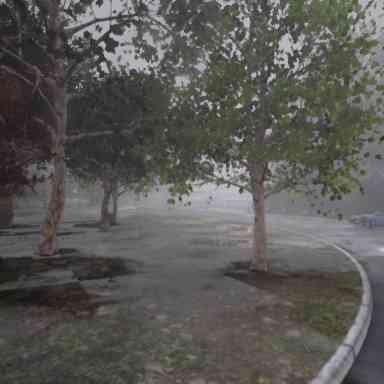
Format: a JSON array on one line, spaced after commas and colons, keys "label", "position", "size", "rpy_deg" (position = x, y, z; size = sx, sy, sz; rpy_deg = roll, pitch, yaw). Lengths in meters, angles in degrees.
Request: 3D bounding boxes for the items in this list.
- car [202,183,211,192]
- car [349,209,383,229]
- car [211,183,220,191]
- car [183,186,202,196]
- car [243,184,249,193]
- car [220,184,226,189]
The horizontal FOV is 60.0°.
[{"label": "car", "position": [1.958, -0.616, 78.023], "size": [1.946, 1.575, 5.366], "rpy_deg": [0, 3, 23]}, {"label": "car", "position": [12.122, 1.528, 19.296], "size": [2.033, 1.411, 5.357], "rpy_deg": [0, 0, -42]}, {"label": "car", "position": [4.213, -1.216, 83.348], "size": [2.435, 2.045, 5.566], "rpy_deg": [0, 3, 23]}, {"label": "car", "position": [-0.190, -0.281, 72.944], "size": [1.946, 1.575, 5.366], "rpy_deg": [0, 3, 23]}, {"label": "car", "position": [12.750, -0.527, 73.559], "size": [1.812, 1.442, 4.674], "rpy_deg": [0, 3, 23]}, {"label": "car", "position": [8.509, -1.606, 93.522], "size": [2.163, 1.488, 4.792], "rpy_deg": [0, 3, 23]}]
